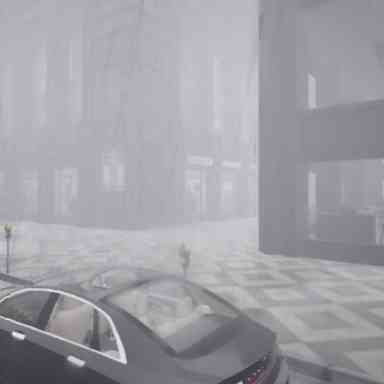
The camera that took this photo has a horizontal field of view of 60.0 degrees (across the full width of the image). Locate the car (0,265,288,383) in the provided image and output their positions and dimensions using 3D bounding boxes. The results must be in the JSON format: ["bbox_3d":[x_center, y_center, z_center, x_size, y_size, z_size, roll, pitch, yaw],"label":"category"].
[{"bbox_3d":[-1.172,1.551,3.799,4.403,1.369,2.008,0,0,36],"label":"car"}]
